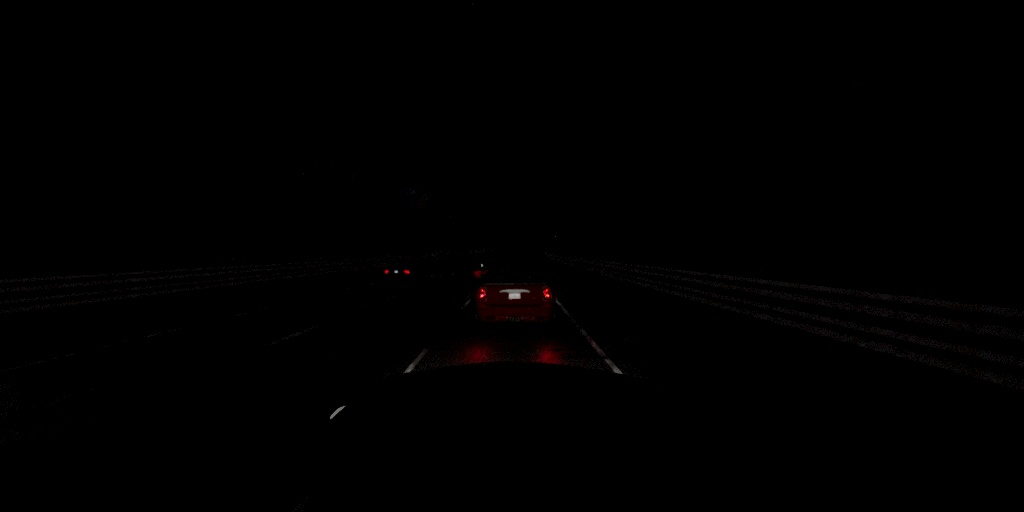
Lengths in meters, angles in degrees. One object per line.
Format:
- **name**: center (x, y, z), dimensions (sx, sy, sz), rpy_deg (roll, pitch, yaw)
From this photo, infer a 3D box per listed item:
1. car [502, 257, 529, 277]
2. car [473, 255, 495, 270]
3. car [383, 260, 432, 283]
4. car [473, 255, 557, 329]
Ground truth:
- **car**: center (0.301, 0.837, 29.541), dimensions (2.033, 1.411, 5.357), rpy_deg (0, 1, 1)
- **car**: center (-2.993, 0.653, 39.043), dimensions (1.837, 1.490, 4.892), rpy_deg (0, 1, 2)
- **car**: center (-6.860, 0.966, 23.933), dimensions (2.033, 1.411, 5.357), rpy_deg (0, 1, 1)
- **car**: center (0.084, 0.951, 10.773), dimensions (2.097, 1.767, 4.553), rpy_deg (0, 1, 1)
